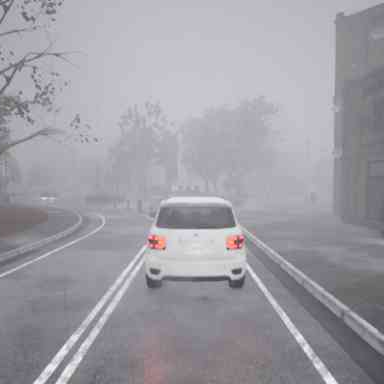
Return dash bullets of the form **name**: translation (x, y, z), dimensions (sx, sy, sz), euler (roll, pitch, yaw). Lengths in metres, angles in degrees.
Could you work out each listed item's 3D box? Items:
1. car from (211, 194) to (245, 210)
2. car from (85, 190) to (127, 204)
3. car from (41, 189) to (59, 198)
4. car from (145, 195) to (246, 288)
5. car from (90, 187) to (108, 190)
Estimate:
- **car**: translation (3.732, 0.969, 33.481), dimensions (1.895, 1.301, 4.718), euler (1, 2, 26)
- **car**: translation (-10.239, 0.755, 39.660), dimensions (4.718, 1.301, 1.895), euler (1, 2, 20)
- **car**: translation (-23.307, 0.184, 54.738), dimensions (1.994, 1.385, 4.181), euler (0, 2, -8)
- **car**: translation (0.071, 1.120, 9.078), dimensions (2.150, 2.045, 5.566), euler (0, 1, 0)
- **car**: translation (-19.573, -0.388, 69.933), dimensions (1.994, 1.385, 4.181), euler (2, 3, 39)
